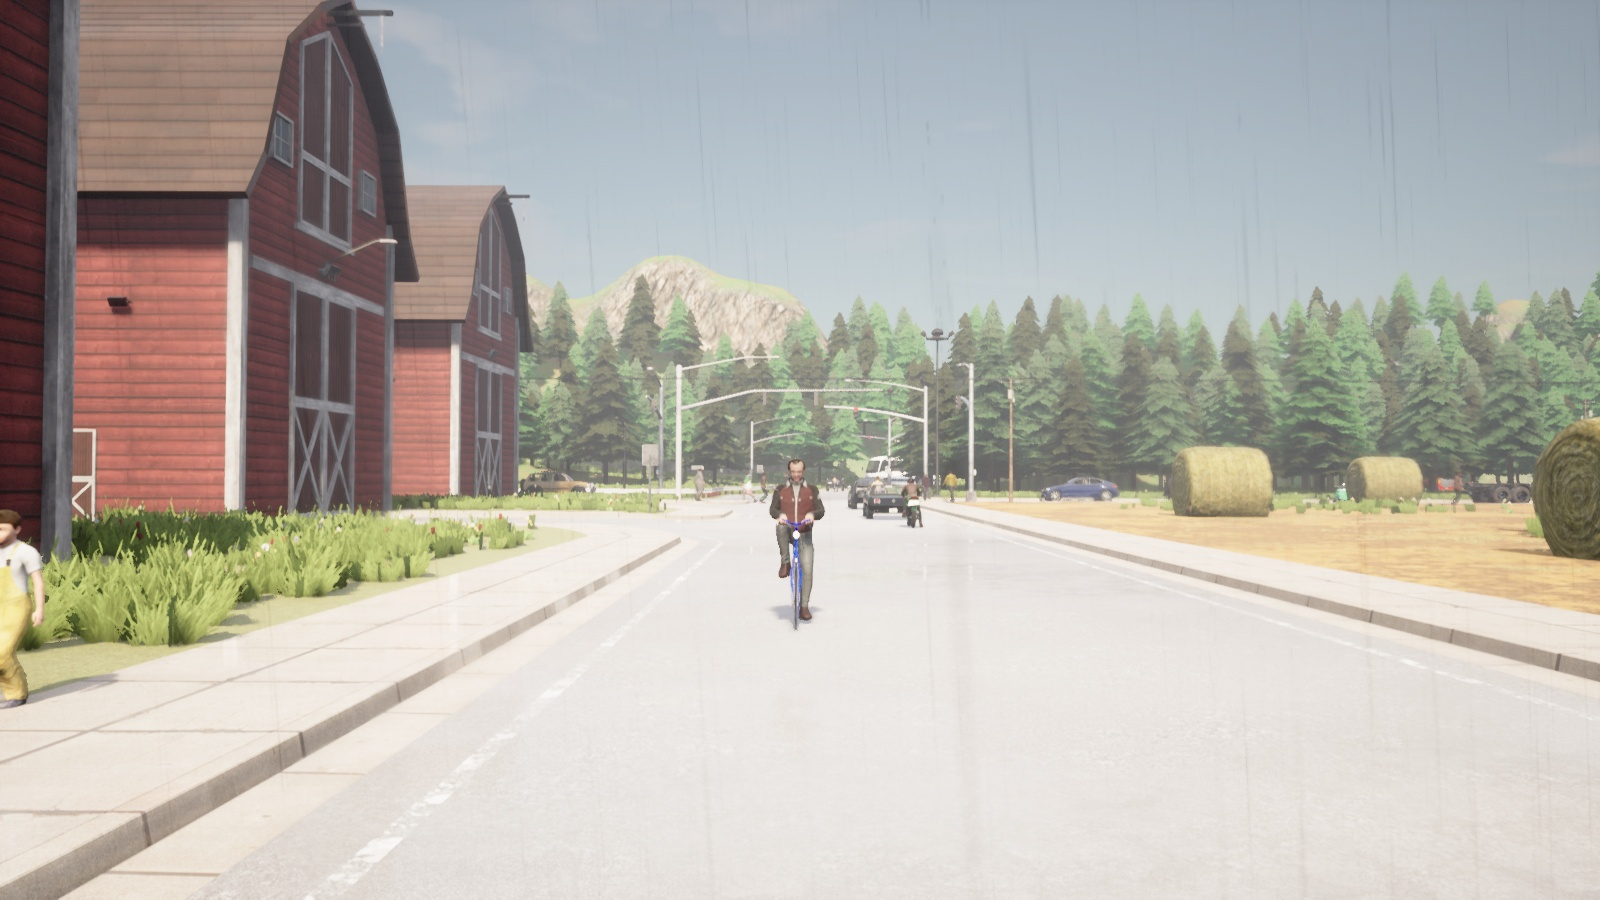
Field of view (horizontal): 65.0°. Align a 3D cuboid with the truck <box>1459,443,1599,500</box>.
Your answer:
[{"bbox_3d":[45.667,1.311,77.990,7.936,3.462,2.891,0,-1,1],"label":"truck"}]

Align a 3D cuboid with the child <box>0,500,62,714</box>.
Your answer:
[{"bbox_3d":[-4.826,0.945,7.727,0.270,1.263,0.437,0,-1,8],"label":"child"}]

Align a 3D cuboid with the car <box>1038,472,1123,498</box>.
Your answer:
[{"bbox_3d":[18.269,2.265,81.902,5.027,1.651,2.152,0,-1,1],"label":"car"}]

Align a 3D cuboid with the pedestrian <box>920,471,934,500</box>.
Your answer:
[{"bbox_3d":[8.159,2.280,80.487,0.634,1.844,0.899,0,-1,-14],"label":"pedestrian"}]

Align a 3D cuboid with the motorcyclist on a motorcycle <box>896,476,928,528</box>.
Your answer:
[{"bbox_3d":[3.412,1.572,38.439,0.797,1.523,2.044,0,-1,0],"label":"motorcyclist on a motorcycle"}]

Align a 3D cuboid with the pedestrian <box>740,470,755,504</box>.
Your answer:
[{"bbox_3d":[-3.114,2.178,74.180,0.873,1.952,0.659,0,-1,0],"label":"pedestrian"}]

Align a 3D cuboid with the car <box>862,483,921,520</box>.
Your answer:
[{"bbox_3d":[3.386,1.900,47.434,1.895,1.301,4.718,0,-1,0],"label":"car"}]

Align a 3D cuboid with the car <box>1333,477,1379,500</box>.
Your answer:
[{"bbox_3d":[34.574,2.397,78.142,2.207,1.376,1.481,0,-1,1],"label":"car"}]

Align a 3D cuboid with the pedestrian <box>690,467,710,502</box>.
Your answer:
[{"bbox_3d":[-5.556,1.914,69.589,0.873,1.952,0.659,0,-1,-31],"label":"pedestrian"}]

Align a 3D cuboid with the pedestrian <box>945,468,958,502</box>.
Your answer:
[{"bbox_3d":[8.231,1.878,68.308,0.431,1.840,0.709,0,-1,-14],"label":"pedestrian"}]

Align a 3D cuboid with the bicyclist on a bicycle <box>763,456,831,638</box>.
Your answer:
[{"bbox_3d":[-0.032,0.969,13.221,0.659,1.776,1.843,0,-1,0],"label":"bicyclist on a bicycle"}]

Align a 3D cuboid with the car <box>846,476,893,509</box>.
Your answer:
[{"bbox_3d":[3.356,2.031,61.214,2.007,1.525,4.514,0,-1,0],"label":"car"}]

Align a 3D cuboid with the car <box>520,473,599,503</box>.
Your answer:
[{"bbox_3d":[-15.094,2.375,78.925,4.605,1.855,1.932,0,-1,1],"label":"car"}]

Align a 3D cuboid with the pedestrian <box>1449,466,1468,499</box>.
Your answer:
[{"bbox_3d":[35.364,1.744,67.414,0.869,1.805,0.328,-1,-1,26],"label":"pedestrian"}]
